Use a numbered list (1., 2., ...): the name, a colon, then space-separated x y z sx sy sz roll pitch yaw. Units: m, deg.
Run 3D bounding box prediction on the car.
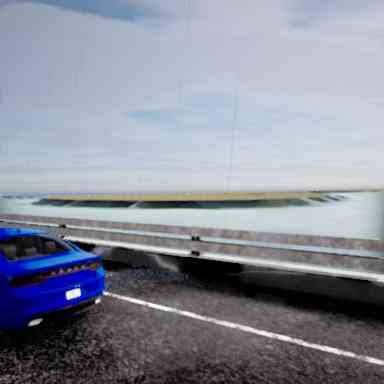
1. car: -3.920 1.464 6.670 5.008 1.535 1.882 0 0 34
